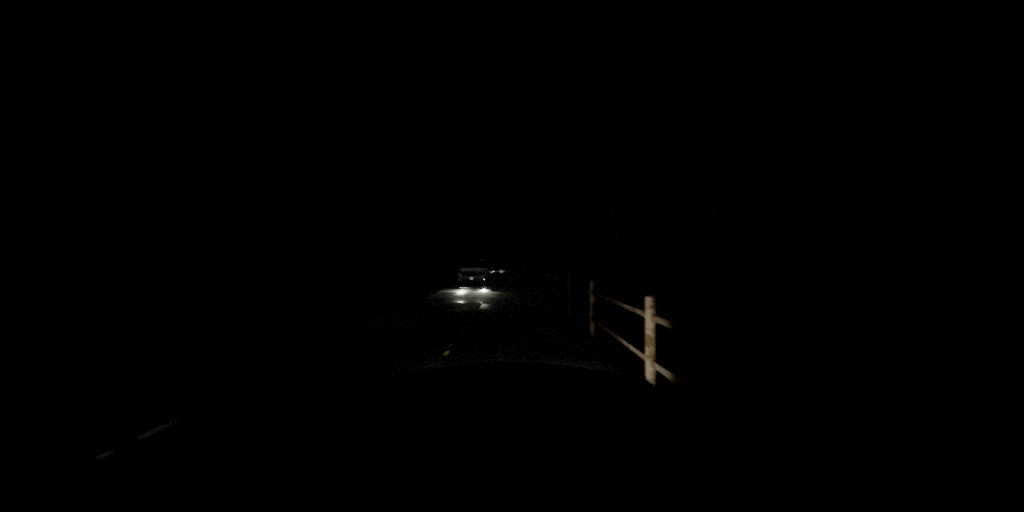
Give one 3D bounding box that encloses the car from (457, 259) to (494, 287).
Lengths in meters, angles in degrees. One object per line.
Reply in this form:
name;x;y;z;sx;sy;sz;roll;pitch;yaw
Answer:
car;-2.870;1.252;28.077;2.150;2.045;5.566;0;-1;0
